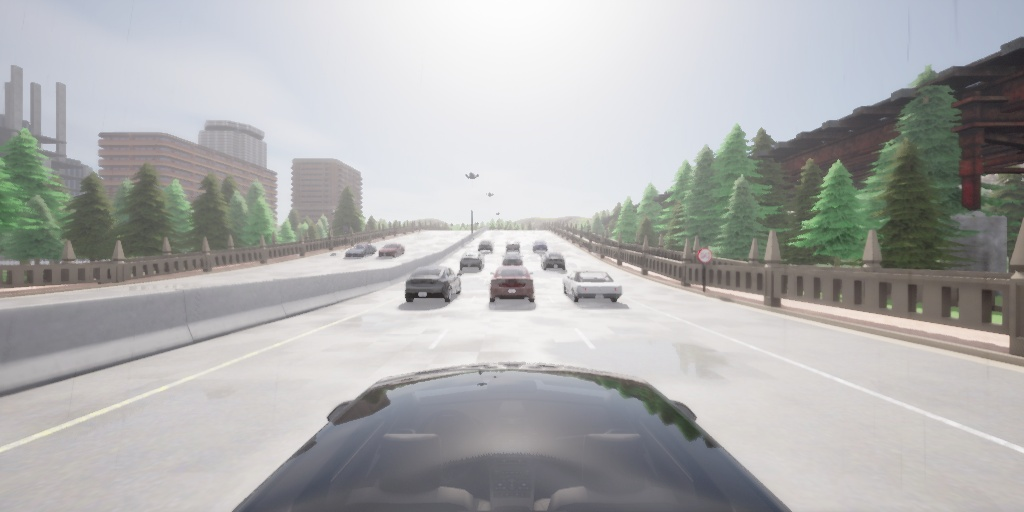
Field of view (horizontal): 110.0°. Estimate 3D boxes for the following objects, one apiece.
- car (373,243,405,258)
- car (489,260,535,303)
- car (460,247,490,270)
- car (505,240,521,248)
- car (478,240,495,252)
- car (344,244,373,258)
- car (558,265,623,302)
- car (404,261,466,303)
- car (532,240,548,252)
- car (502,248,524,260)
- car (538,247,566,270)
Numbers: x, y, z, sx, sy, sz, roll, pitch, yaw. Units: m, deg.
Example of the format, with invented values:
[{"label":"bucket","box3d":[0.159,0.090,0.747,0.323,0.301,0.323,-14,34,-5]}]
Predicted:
[{"label":"car","box3d":[-13.889,-0.730,41.557,1.882,1.535,5.008,0,7,0]},{"label":"car","box3d":[0.000,1.165,16.483,1.882,1.535,5.008,0,1,0]},{"label":"car","box3d":[-3.444,0.340,31.434,2.128,1.511,4.902,0,5,0]},{"label":"car","box3d":[0.140,-1.387,46.591,2.128,1.511,4.902,0,7,0]},{"label":"car","box3d":[-3.360,-1.366,46.610,1.837,1.490,4.892,0,7,0]},{"label":"car","box3d":[-17.389,-0.641,41.589,2.033,1.411,5.357,0,7,0]},{"label":"car","box3d":[3.501,1.297,16.515,1.895,1.301,4.718,0,1,0]},{"label":"car","box3d":[-3.499,1.197,16.484,1.837,1.490,4.892,0,1,0]},{"label":"car","box3d":[3.640,-1.349,46.571,1.812,1.442,4.674,0,7,0]},{"label":"car","box3d":[0.056,0.378,31.414,1.812,1.442,4.674,0,5,0]},{"label":"car","box3d":[3.556,0.361,31.395,1.837,1.490,4.892,0,5,0]}]
